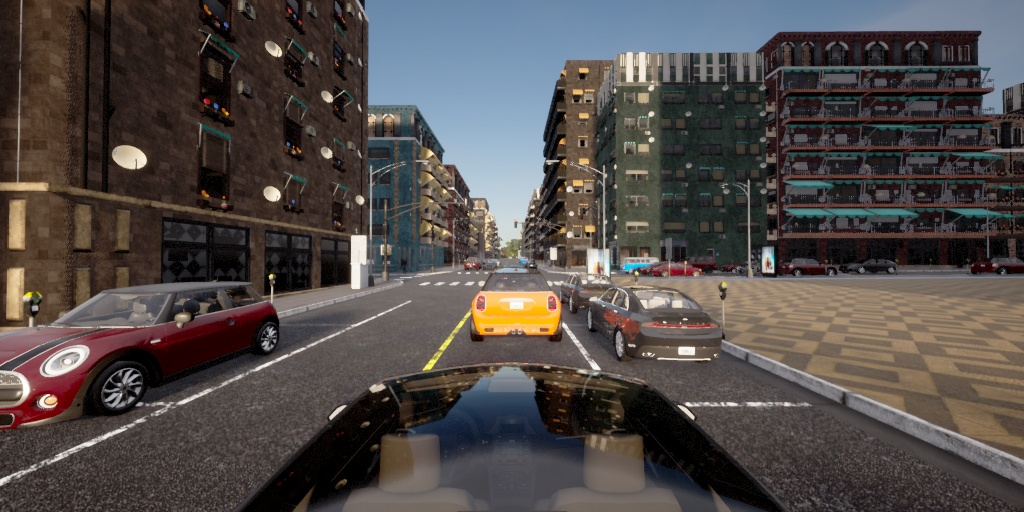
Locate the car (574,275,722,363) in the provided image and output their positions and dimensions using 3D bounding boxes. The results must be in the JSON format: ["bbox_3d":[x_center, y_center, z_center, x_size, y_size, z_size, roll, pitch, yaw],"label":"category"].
[{"bbox_3d":[2.822,1.302,7.985,2.007,1.370,4.403,0,0,0],"label":"car"}]

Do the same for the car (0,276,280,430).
[{"bbox_3d":[-5.819,1.191,5.751,1.967,1.591,4.097,0,0,0],"label":"car"}]

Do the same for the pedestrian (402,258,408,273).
[{"bbox_3d":[-12.521,1.097,41.715,0.375,1.860,0.375,0,0,0],"label":"pedestrian"}]

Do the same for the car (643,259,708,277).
[{"bbox_3d":[13.713,1.162,30.179,4.207,1.307,1.802,0,0,0],"label":"car"}]

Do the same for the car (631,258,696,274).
[{"bbox_3d":[15.218,1.203,35.971,5.357,1.411,2.033,0,-1,0],"label":"car"}]

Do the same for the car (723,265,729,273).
[{"bbox_3d":[24.833,1.165,38.478,4.507,1.381,1.888,0,0,0],"label":"car"}]

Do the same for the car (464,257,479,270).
[{"bbox_3d":[-5.679,1.083,51.789,2.192,1.841,5.009,0,0,0],"label":"car"}]

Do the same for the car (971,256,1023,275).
[{"bbox_3d":[41.350,0.811,29.975,4.097,1.591,1.967,0,0,0],"label":"car"}]

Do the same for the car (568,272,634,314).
[{"bbox_3d":[2.823,1.304,13.555,2.007,1.370,4.403,0,0,0],"label":"car"}]

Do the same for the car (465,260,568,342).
[{"bbox_3d":[0.099,1.104,9.965,2.097,1.767,4.553,0,0,0],"label":"car"}]

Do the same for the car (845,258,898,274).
[{"bbox_3d":[35.500,1.006,35.811,4.892,1.490,1.837,0,-1,0],"label":"car"}]

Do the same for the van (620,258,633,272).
[{"bbox_3d":[13.777,1.046,38.559,3.998,1.789,1.690,0,0,0],"label":"van"}]

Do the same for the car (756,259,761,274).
[{"bbox_3d":[25.449,1.130,32.691,4.718,1.301,1.895,0,-1,0],"label":"car"}]

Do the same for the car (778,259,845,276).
[{"bbox_3d":[24.769,0.935,30.098,4.097,1.591,1.967,0,0,0],"label":"car"}]

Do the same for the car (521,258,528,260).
[{"bbox_3d":[2.701,1.334,51.747,1.948,1.339,4.313,0,0,0],"label":"car"}]

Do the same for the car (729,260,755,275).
[{"bbox_3d":[25.077,1.071,35.894,4.902,1.511,2.128,0,-1,1],"label":"car"}]

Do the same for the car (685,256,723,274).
[{"bbox_3d":[19.305,0.977,38.518,5.009,1.841,2.192,0,0,0],"label":"car"}]

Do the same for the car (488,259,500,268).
[{"bbox_3d":[-3.068,1.298,61.035,1.812,1.442,4.674,0,0,0],"label":"car"}]
